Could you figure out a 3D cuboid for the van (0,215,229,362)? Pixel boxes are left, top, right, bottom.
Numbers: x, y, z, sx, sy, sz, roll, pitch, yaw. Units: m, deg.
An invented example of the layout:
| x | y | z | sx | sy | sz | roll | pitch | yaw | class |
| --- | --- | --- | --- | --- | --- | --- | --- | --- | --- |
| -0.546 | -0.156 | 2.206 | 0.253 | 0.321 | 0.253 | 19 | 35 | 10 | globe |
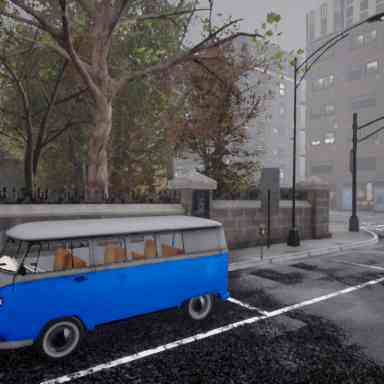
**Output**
| x | y | z | sx | sy | sz | roll | pitch | yaw | class |
| --- | --- | --- | --- | --- | --- | --- | --- | --- | --- |
| -1.219 | 1.342 | 5.621 | 3.998 | 1.788 | 1.690 | 0 | 1 | -35 | van |
